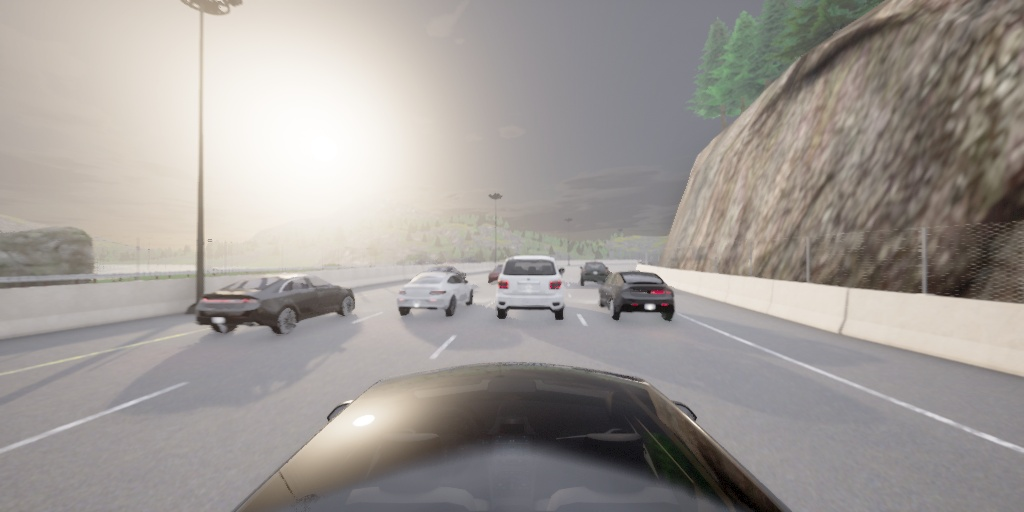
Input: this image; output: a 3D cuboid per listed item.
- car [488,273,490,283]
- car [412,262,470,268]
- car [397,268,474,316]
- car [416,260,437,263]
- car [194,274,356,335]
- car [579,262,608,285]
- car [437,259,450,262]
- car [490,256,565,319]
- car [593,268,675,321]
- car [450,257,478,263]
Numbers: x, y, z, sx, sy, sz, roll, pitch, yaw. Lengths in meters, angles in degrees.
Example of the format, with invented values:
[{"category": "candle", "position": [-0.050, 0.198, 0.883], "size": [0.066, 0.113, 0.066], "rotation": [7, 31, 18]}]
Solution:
[{"category": "car", "position": [-0.556, 1.419, 28.971], "size": [1.994, 1.385, 4.181], "rotation": [0, 0, 11]}, {"category": "car", "position": [-4.799, 1.383, 25.316], "size": [2.033, 1.411, 5.357], "rotation": [0, 0, 10]}, {"category": "car", "position": [-2.722, 1.319, 13.466], "size": [1.812, 1.442, 4.674], "rotation": [0, -1, 6]}, {"category": "car", "position": [-13.720, 1.457, 61.364], "size": [2.128, 1.511, 4.902], "rotation": [0, 0, 19]}, {"category": "car", "position": [-6.515, 1.269, 10.622], "size": [2.128, 1.511, 4.902], "rotation": [0, 0, 5]}, {"category": "car", "position": [6.247, 1.209, 27.286], "size": [2.097, 1.767, 4.553], "rotation": [0, 0, 11]}, {"category": "car", "position": [-10.161, 1.320, 60.912], "size": [2.097, 1.767, 4.553], "rotation": [0, 0, 20]}, {"category": "car", "position": [0.764, 1.020, 13.245], "size": [2.150, 2.045, 5.566], "rotation": [0, 0, 6]}, {"category": "car", "position": [4.247, 1.299, 12.821], "size": [1.837, 1.490, 4.892], "rotation": [0, -2, 6]}, {"category": "car", "position": [-7.368, 1.183, 58.348], "size": [2.150, 2.045, 5.566], "rotation": [0, 0, 19]}]
